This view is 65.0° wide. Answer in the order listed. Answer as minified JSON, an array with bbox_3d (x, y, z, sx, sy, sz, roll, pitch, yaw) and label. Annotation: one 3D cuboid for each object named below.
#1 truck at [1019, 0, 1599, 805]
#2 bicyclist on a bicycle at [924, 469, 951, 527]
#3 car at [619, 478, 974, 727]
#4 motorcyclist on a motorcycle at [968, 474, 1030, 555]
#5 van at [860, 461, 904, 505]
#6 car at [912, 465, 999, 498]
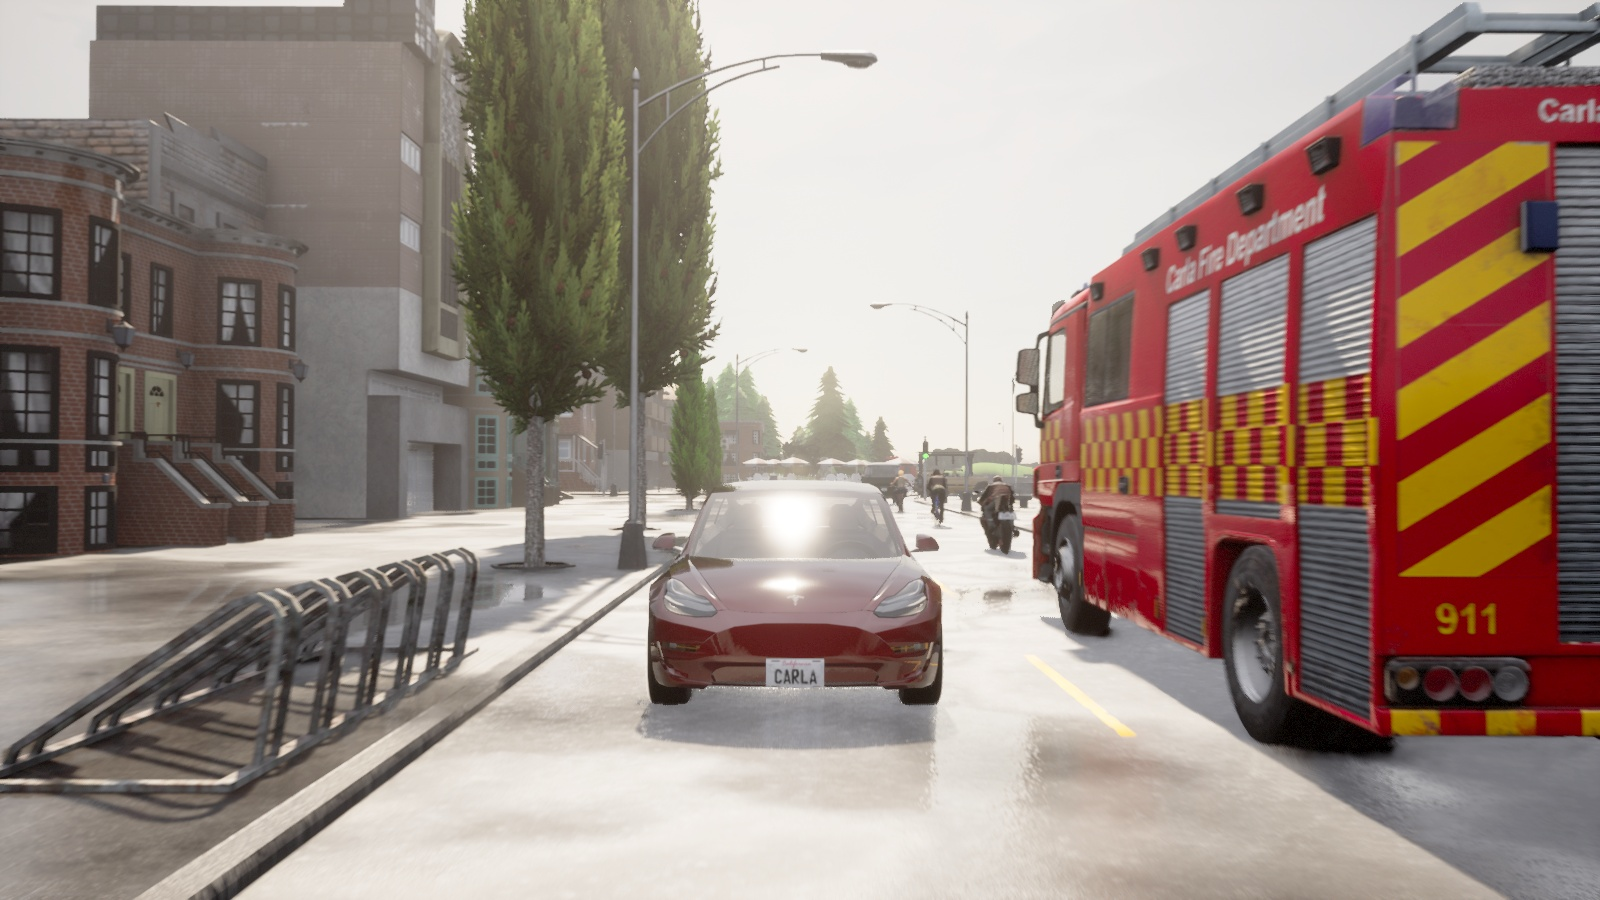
[{"bbox_3d":[3.968,-0.197,10.116,2.891,3.827,8.468,0,-1,0],"label":"truck"},{"bbox_3d":[3.906,1.351,35.768,0.582,1.620,1.656,0,-1,0],"label":"bicyclist on a bicycle"},{"bbox_3d":[-0.026,0.983,10.063,2.163,1.488,4.792,0,-1,0],"label":"car"},{"bbox_3d":[3.934,1.252,24.980,0.866,1.530,2.191,0,-1,0],"label":"motorcyclist on a motorcycle"},{"bbox_3d":[3.843,1.552,59.736,1.775,1.987,4.442,0,-1,0],"label":"van"},{"bbox_3d":[8.968,1.811,72.607,4.605,1.855,1.932,0,-2,-22],"label":"car"}]
